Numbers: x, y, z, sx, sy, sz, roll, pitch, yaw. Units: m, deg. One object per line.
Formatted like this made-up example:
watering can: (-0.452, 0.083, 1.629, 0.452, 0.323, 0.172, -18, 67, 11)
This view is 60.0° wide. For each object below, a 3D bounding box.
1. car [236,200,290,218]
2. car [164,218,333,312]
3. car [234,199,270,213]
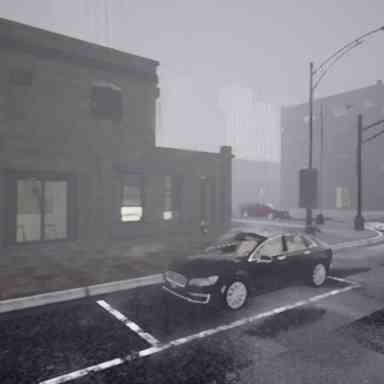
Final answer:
car: (5.969, 1.523, 27.516, 1.887, 1.381, 4.507, 0, -1, -35)
car: (1.446, 1.527, 7.570, 4.403, 1.369, 2.008, 0, 1, -35)
car: (7.268, 1.628, 40.744, 1.967, 1.590, 4.097, 0, -1, -35)
